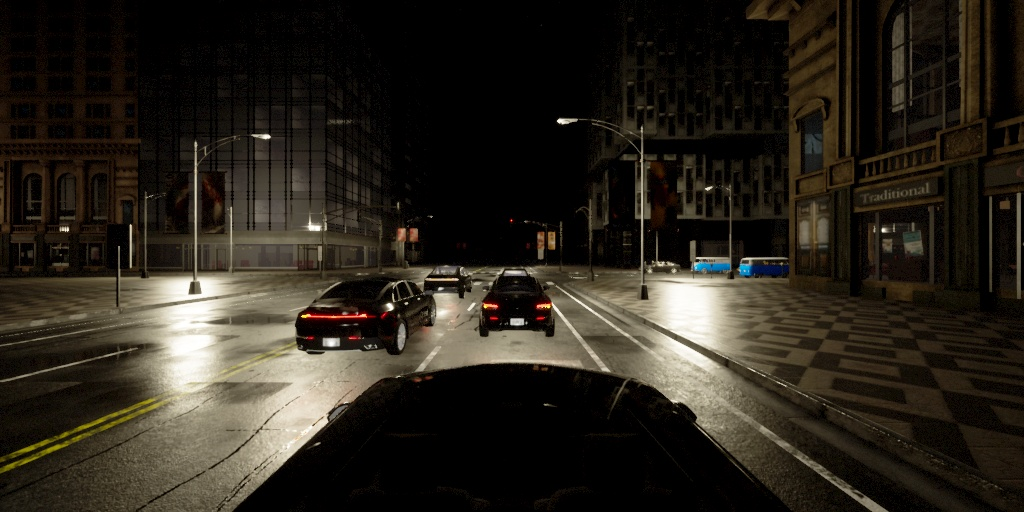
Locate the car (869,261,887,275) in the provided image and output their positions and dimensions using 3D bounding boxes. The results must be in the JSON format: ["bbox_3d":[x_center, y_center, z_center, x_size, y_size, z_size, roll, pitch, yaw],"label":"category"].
[{"bbox_3d":[32.781,1.252,30.251,4.207,1.307,1.802,0,0,0],"label":"car"}]

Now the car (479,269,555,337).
[{"bbox_3d":[0.124,1.276,10.147,1.812,1.442,4.674,0,0,0],"label":"car"}]

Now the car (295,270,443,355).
[{"bbox_3d":[-3.133,1.255,8.652,1.837,1.490,4.892,0,0,0],"label":"car"}]

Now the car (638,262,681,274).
[{"bbox_3d":[15.985,1.263,38.898,4.403,1.370,2.007,0,0,0],"label":"car"}]

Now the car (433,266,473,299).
[{"bbox_3d":[-3.104,1.241,18.067,2.128,1.511,4.902,0,0,0],"label":"car"}]

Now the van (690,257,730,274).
[{"bbox_3d":[21.604,1.042,38.857,3.998,1.789,1.690,0,0,0],"label":"van"}]

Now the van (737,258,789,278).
[{"bbox_3d":[21.544,1.032,30.332,3.998,1.789,1.690,0,0,0],"label":"van"}]
